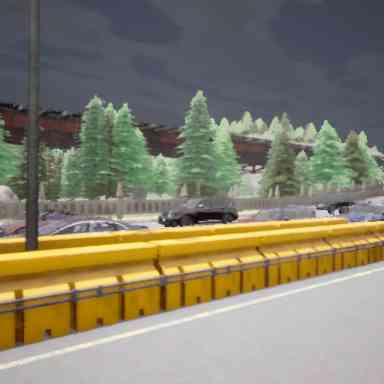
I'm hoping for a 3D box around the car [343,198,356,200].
[{"bbox_3d":[14.863,1.316,27.450,4.718,1.301,1.895,-2,1,-36],"label":"car"}]

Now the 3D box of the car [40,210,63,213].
[{"bbox_3d":[-6.982,1.599,16.208,4.181,1.385,1.994,1,0,-36],"label":"car"}]

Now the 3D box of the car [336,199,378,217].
[{"bbox_3d":[16.398,1.513,32.949,4.181,1.385,1.994,-3,2,-35],"label":"car"}]

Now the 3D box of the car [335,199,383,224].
[{"bbox_3d":[10.981,1.537,20.445,4.553,1.767,2.097,0,0,-36],"label":"car"}]

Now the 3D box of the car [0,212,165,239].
[{"bbox_3d":[-3.543,1.519,10.023,4.902,1.511,2.128,1,0,-37],"label":"car"}]

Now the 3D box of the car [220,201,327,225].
[{"bbox_3d":[3.851,1.465,15.340,4.553,1.767,2.097,1,0,-36],"label":"car"}]

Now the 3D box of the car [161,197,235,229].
[{"bbox_3d":[0.567,1.344,21.594,5.566,2.045,2.150,1,0,-35],"label":"car"}]

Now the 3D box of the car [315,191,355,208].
[{"bbox_3d":[12.808,0.946,30.283,5.566,2.045,2.150,-2,1,-36],"label":"car"}]
